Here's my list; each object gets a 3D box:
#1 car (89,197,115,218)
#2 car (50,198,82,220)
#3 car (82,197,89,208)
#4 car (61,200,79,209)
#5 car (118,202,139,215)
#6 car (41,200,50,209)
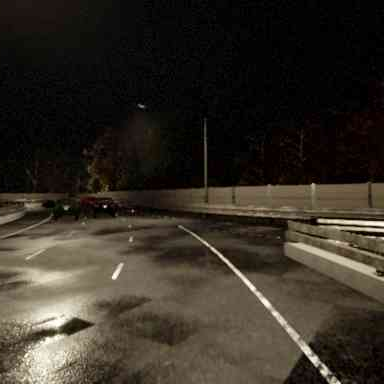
[{"bbox_3d":[-9.688,1.642,36.095,2.150,2.045,5.566,0,-1,-20],"label":"car"},{"bbox_3d":[-12.173,1.623,32.480,2.150,2.045,5.566,0,-1,-18],"label":"car"},{"bbox_3d":[-19.508,1.974,63.255,2.150,2.045,5.566,0,-1,-35],"label":"car"},{"bbox_3d":[-22.505,2.230,61.285,1.882,1.535,5.008,0,-1,-35],"label":"car"},{"bbox_3d":[-7.729,1.957,40.490,1.837,1.490,4.892,0,-1,-22],"label":"car"},{"bbox_3d":[-25.842,2.265,59.959,1.837,1.490,4.892,1,-1,-35],"label":"car"}]
